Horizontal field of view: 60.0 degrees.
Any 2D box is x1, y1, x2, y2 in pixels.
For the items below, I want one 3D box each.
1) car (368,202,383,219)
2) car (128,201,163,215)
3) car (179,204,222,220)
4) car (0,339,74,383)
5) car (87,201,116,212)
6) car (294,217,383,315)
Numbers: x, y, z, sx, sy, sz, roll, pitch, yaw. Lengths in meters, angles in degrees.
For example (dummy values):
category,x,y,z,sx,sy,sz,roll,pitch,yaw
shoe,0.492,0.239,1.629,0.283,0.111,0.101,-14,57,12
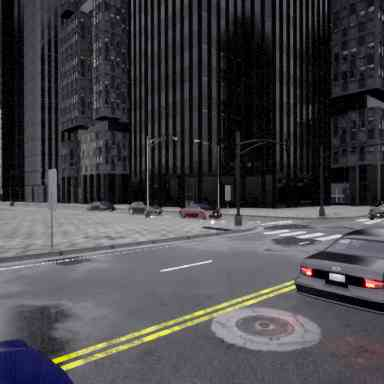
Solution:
category,x,y,z,sx,sy,sz,roll,pitch,yaw
car,15.900,1.510,26.803,4.892,1.490,1.837,0,0,-42
car,-5.151,1.780,36.487,1.837,1.490,4.892,0,0,-42
car,0.697,1.749,29.944,1.994,1.385,4.181,0,0,-43
car,-2.675,1.601,1.155,4.718,1.301,1.895,0,0,-42
car,-12.082,1.930,44.240,2.033,1.411,5.357,0,0,-42
car,4.412,1.547,7.508,5.357,1.411,2.033,0,0,-42
